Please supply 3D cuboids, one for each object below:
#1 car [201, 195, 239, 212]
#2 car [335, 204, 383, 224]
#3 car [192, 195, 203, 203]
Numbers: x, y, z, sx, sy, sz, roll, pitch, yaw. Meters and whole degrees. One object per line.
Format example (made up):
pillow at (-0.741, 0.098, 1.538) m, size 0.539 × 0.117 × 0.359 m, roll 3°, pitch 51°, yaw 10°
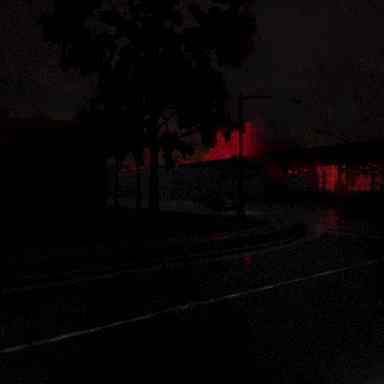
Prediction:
car at (3.551, 1.477, 39.577) m, size 1.882 × 1.535 × 5.008 m, roll 0°, pitch 0°, yaw -34°
car at (13.368, 1.601, 24.969) m, size 1.895 × 1.301 × 4.718 m, roll 0°, pitch 0°, yaw -34°
car at (1.903, 1.352, 67.392) m, size 2.097 × 1.767 × 4.553 m, roll 0°, pitch 0°, yaw -34°
